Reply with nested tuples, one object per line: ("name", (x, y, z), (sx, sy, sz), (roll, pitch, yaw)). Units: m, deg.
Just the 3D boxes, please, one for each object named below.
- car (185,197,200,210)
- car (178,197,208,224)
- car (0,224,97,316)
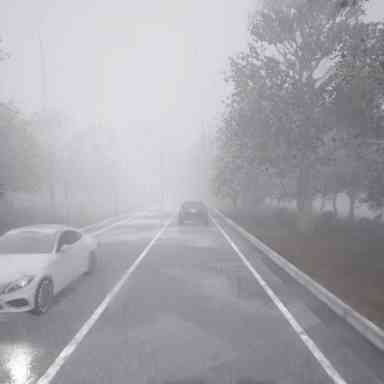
("car", (0.085, 1.429, 42.990), (1.882, 1.535, 5.008), (0, 0, 0))
("car", (0.090, 1.349, 24.889), (2.097, 1.767, 4.553), (0, 0, 0))
("car", (-3.565, 1.525, 7.640), (1.812, 1.442, 4.674), (0, 0, 0))
